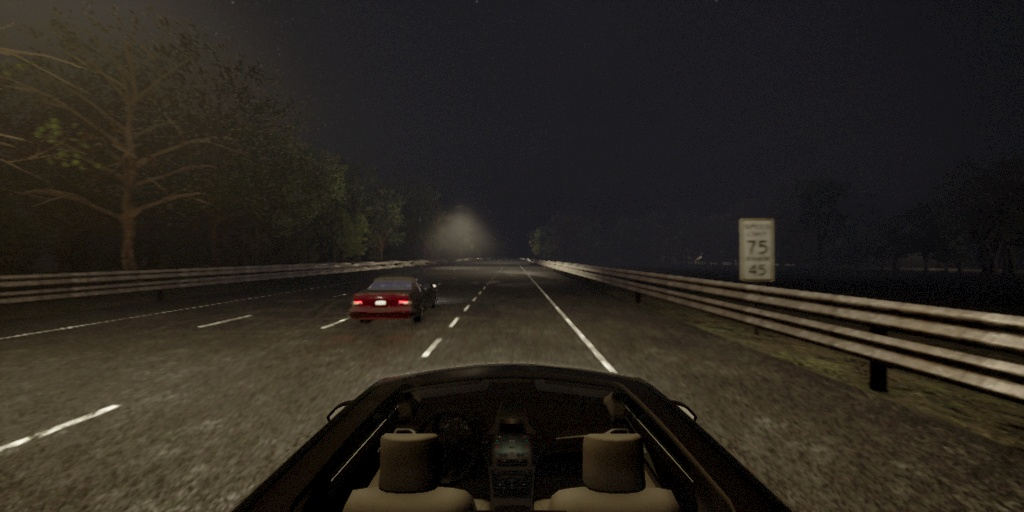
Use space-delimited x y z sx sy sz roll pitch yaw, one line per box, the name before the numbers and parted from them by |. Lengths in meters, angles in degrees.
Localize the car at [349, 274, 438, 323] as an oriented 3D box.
car | -3.717 1.307 12.099 2.033 1.411 5.357 0 0 -5
